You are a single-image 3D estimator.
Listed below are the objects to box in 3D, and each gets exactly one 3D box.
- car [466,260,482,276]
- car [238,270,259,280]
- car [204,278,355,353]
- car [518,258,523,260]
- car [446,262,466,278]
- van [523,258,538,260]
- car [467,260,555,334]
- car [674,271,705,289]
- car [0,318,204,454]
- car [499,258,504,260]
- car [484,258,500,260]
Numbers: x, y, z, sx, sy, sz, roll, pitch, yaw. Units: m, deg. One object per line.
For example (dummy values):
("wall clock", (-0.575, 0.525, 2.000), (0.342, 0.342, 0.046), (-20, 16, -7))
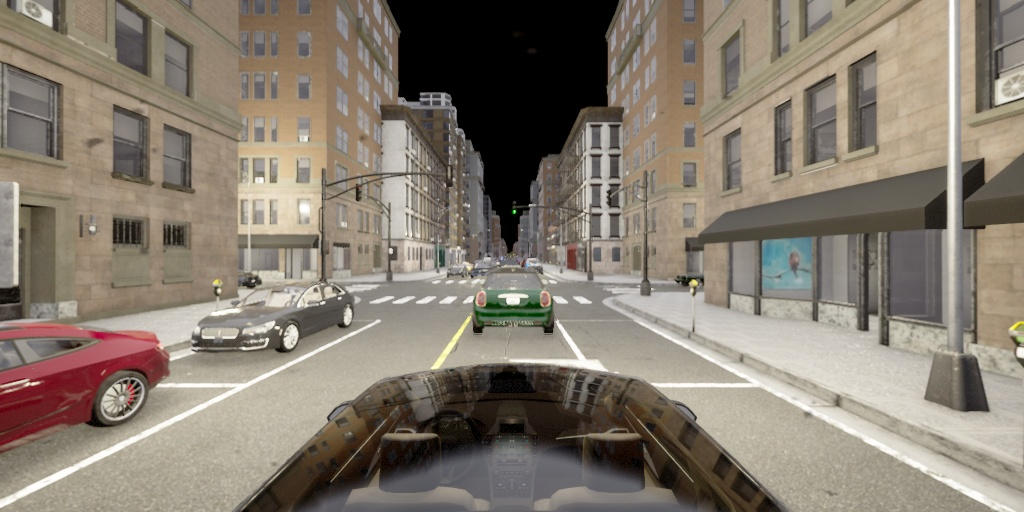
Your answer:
("car", (-2.876, 1.390, 34.904), (2.033, 1.411, 5.357), (0, 0, 1))
("car", (-17.145, 1.279, 20.993), (4.181, 1.385, 1.994), (0, 0, 0))
("car", (-5.389, 1.320, 8.757), (2.007, 1.370, 4.403), (0, 0, 0))
("car", (2.639, 1.234, 62.665), (2.192, 1.841, 5.009), (0, 0, 0))
("car", (-5.394, 1.395, 35.633), (2.007, 1.370, 4.403), (0, 0, 0))
("van", (2.636, 1.215, 46.447), (1.690, 1.789, 3.998), (0, 0, 0))
("car", (0.048, 1.127, 10.876), (2.097, 1.767, 4.553), (0, 0, 0))
("car", (13.495, 1.496, 23.995), (4.718, 1.301, 1.895), (0, 0, 0))
("car", (-5.389, 1.336, 3.075), (1.802, 1.307, 4.207), (0, 0, 0))
("car", (-2.819, 1.470, 63.635), (2.033, 1.411, 5.357), (0, 0, 0))
("car", (-2.856, 1.377, 46.401), (1.837, 1.490, 4.892), (0, 0, 0))
